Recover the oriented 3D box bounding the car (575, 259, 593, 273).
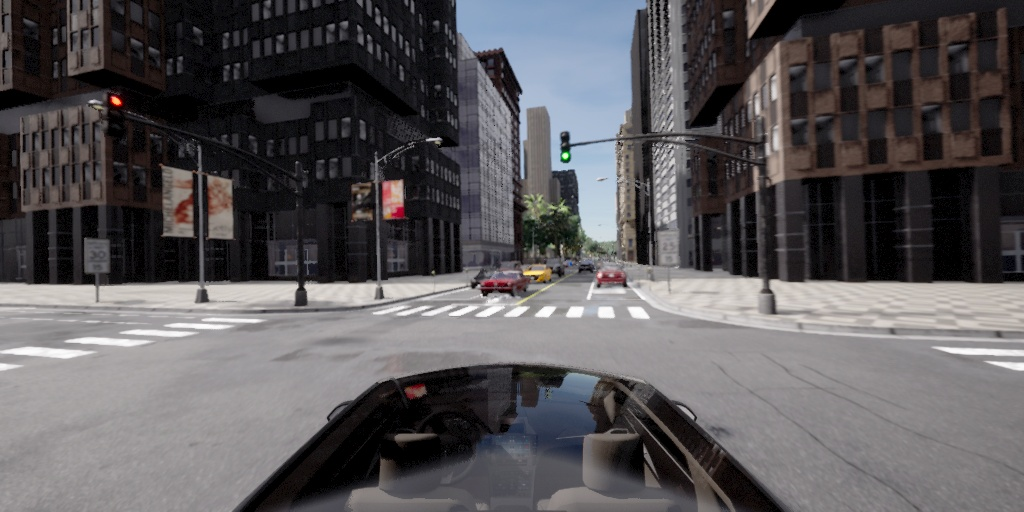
[{"bbox_3d":[10.067,1.535,49.107,1.837,1.490,4.892,-2,-1,14],"label":"car"}]

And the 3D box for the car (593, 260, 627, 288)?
[{"bbox_3d":[6.682,1.245,24.200,1.967,1.591,4.097,0,0,14],"label":"car"}]

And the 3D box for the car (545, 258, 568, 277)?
[{"bbox_3d":[4.701,1.286,40.702,2.150,2.045,5.566,-2,-1,14],"label":"car"}]

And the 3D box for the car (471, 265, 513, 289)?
[{"bbox_3d":[-1.591,1.614,26.242,1.948,1.339,4.313,0,0,14],"label":"car"}]

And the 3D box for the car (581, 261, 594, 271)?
[{"bbox_3d":[12.769,1.586,60.477,1.882,1.535,5.008,-2,-1,14],"label":"car"}]

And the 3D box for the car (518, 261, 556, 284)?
[{"bbox_3d":[2.224,1.481,30.664,1.882,1.535,5.008,-2,-1,14],"label":"car"}]

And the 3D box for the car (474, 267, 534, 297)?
[{"bbox_3d":[-0.295,1.544,20.579,1.895,1.301,4.718,-2,-1,15],"label":"car"}]

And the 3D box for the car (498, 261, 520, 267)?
[{"bbox_3d":[-0.291,1.395,31.510,2.192,1.841,5.009,0,0,14],"label":"car"}]
